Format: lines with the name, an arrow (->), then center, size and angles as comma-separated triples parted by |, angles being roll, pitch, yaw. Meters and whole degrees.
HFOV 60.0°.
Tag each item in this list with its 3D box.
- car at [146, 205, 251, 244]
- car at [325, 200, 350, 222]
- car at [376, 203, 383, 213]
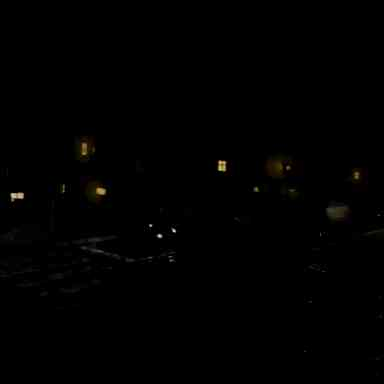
car -> 0.551, 1.313, 14.882 | 2.033, 1.411, 5.357 | 5, 3, 43
car -> 9.679, 1.283, 23.915 | 4.674, 1.442, 1.812 | 0, 3, -41
car -> 19.992, 1.370, 32.243 | 5.357, 1.411, 2.033 | 0, 3, -36
